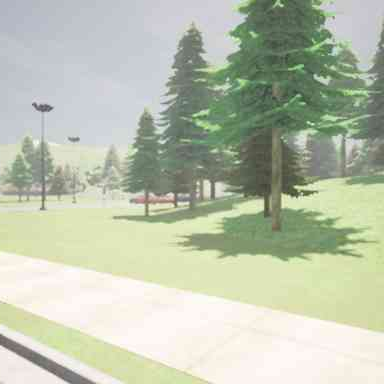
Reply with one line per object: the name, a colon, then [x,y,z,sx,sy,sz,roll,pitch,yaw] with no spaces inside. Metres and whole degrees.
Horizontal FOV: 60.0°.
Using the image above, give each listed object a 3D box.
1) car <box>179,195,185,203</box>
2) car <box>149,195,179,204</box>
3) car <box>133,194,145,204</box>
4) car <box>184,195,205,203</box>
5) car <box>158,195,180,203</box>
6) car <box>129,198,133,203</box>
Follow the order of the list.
car: [-2.118,1.292,69.718,2.097,1.767,4.553,0,0,36]
car: [-5.051,1.304,59.679,2.097,1.767,4.553,0,0,37]
car: [-8.118,1.298,61.420,2.097,1.767,4.553,0,0,37]
car: [0.971,1.516,68.013,1.994,1.385,4.181,0,0,36]
car: [-4.926,1.458,71.808,2.128,1.511,4.902,0,0,36]
car: [-10.216,1.506,64.505,1.994,1.385,4.181,0,0,37]
